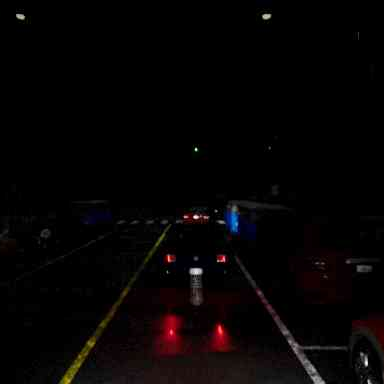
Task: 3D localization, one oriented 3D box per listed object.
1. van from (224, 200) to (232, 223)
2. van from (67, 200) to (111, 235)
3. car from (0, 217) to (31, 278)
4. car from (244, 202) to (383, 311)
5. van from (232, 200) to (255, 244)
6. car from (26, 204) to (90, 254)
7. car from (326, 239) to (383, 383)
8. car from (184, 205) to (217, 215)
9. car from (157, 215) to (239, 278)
[{"bbox_3d":[2.763,1.341,18.578,1.690,1.788,3.998,0,0,0],"label":"van"},{"bbox_3d":[-5.762,1.341,18.579,1.690,1.788,3.998,0,0,0],"label":"van"},{"bbox_3d":[-5.763,1.525,7.534,1.752,1.417,4.829,0,0,0],"label":"car"},{"bbox_3d":[2.762,1.315,7.703,2.192,1.841,5.009,0,0,0],"label":"car"},{"bbox_3d":[2.762,1.341,13.141,1.690,1.788,3.998,0,0,0],"label":"van"},{"bbox_3d":[-5.763,1.440,13.142,1.967,1.590,4.097,0,0,0],"label":"car"},{"bbox_3d":[2.761,1.440,2.265,1.967,1.590,4.097,0,0,0],"label":"car"},{"bbox_3d":[0.591,1.551,22.372,2.033,1.411,5.357,0,0,8],"label":"car"},{"bbox_3d":[0.100,1.601,10.141,1.895,1.301,4.718,0,0,0],"label":"car"}]
